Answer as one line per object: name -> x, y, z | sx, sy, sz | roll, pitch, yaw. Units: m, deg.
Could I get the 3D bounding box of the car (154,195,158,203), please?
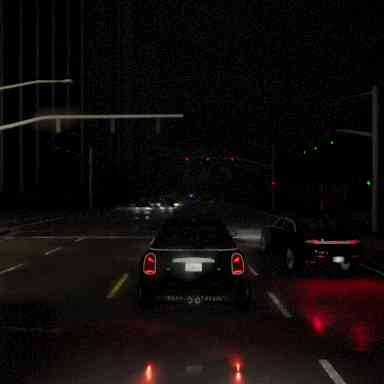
car -> -7.161, 1.344, 65.939 | 2.097, 1.767, 4.553 | 0, 0, 0

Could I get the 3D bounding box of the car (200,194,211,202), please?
car -> 3.350, 1.509, 77.455 | 1.812, 1.442, 4.674 | 0, 0, 0

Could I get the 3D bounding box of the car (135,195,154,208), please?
car -> -7.183, 1.519, 49.102 | 1.812, 1.442, 4.674 | 0, 0, 0

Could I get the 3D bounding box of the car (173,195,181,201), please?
car -> -3.656, 1.450, 80.928 | 1.837, 1.490, 4.892 | 0, 0, 0

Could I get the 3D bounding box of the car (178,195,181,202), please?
car -> -3.660, 1.484, 66.158 | 2.128, 1.511, 4.902 | 0, 0, 0

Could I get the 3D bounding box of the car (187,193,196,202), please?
car -> -0.150, 1.582, 77.547 | 1.895, 1.301, 4.718 | 0, 0, 0

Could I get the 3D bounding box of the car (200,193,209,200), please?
car -> 3.331, 1.205, 87.535 | 2.097, 1.767, 4.553 | 0, 0, 0

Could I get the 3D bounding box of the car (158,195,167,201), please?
car -> -7.156, 1.469, 80.537 | 1.812, 1.442, 4.674 | 0, 0, 0

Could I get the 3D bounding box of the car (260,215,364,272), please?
car -> 3.598, 1.490, 10.823 | 2.128, 1.511, 4.902 | 0, 0, -3

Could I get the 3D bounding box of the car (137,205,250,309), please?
car -> 0.042, 1.351, 8.012 | 2.097, 1.767, 4.553 | 0, 0, 0

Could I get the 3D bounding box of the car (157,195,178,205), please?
car -> -3.687, 1.541, 50.837 | 2.033, 1.411, 5.357 | 0, 0, 0
